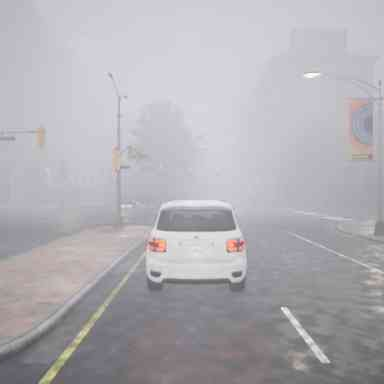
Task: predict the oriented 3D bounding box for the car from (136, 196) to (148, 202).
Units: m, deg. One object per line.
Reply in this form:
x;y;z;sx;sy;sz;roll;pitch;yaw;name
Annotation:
-11.194;1.558;74.854;1.895;1.301;4.718;0;0;0;car

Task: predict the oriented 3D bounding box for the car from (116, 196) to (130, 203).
-14.464;1.560;69.844;1.895;1.301;4.718;0;0;0;car

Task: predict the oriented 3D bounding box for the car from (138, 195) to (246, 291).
0.108;1.217;9.120;2.150;2.045;5.566;0;0;1;car

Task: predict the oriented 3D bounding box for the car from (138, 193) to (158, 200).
-7.810;1.189;60.000;2.150;2.045;5.566;0;0;1;car

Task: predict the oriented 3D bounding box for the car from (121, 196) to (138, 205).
-11.317;1.461;59.824;2.128;1.511;4.902;0;0;1;car

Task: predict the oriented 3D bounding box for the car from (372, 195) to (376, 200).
38.236;1.445;71.022;2.231;1.521;4.892;0;0;0;car

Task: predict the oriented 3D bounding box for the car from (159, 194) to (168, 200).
-7.630;1.302;90.248;2.097;1.767;4.553;0;0;0;car

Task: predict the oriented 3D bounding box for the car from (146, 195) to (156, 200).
-11.131;1.473;90.174;2.128;1.511;4.902;0;0;0;car
